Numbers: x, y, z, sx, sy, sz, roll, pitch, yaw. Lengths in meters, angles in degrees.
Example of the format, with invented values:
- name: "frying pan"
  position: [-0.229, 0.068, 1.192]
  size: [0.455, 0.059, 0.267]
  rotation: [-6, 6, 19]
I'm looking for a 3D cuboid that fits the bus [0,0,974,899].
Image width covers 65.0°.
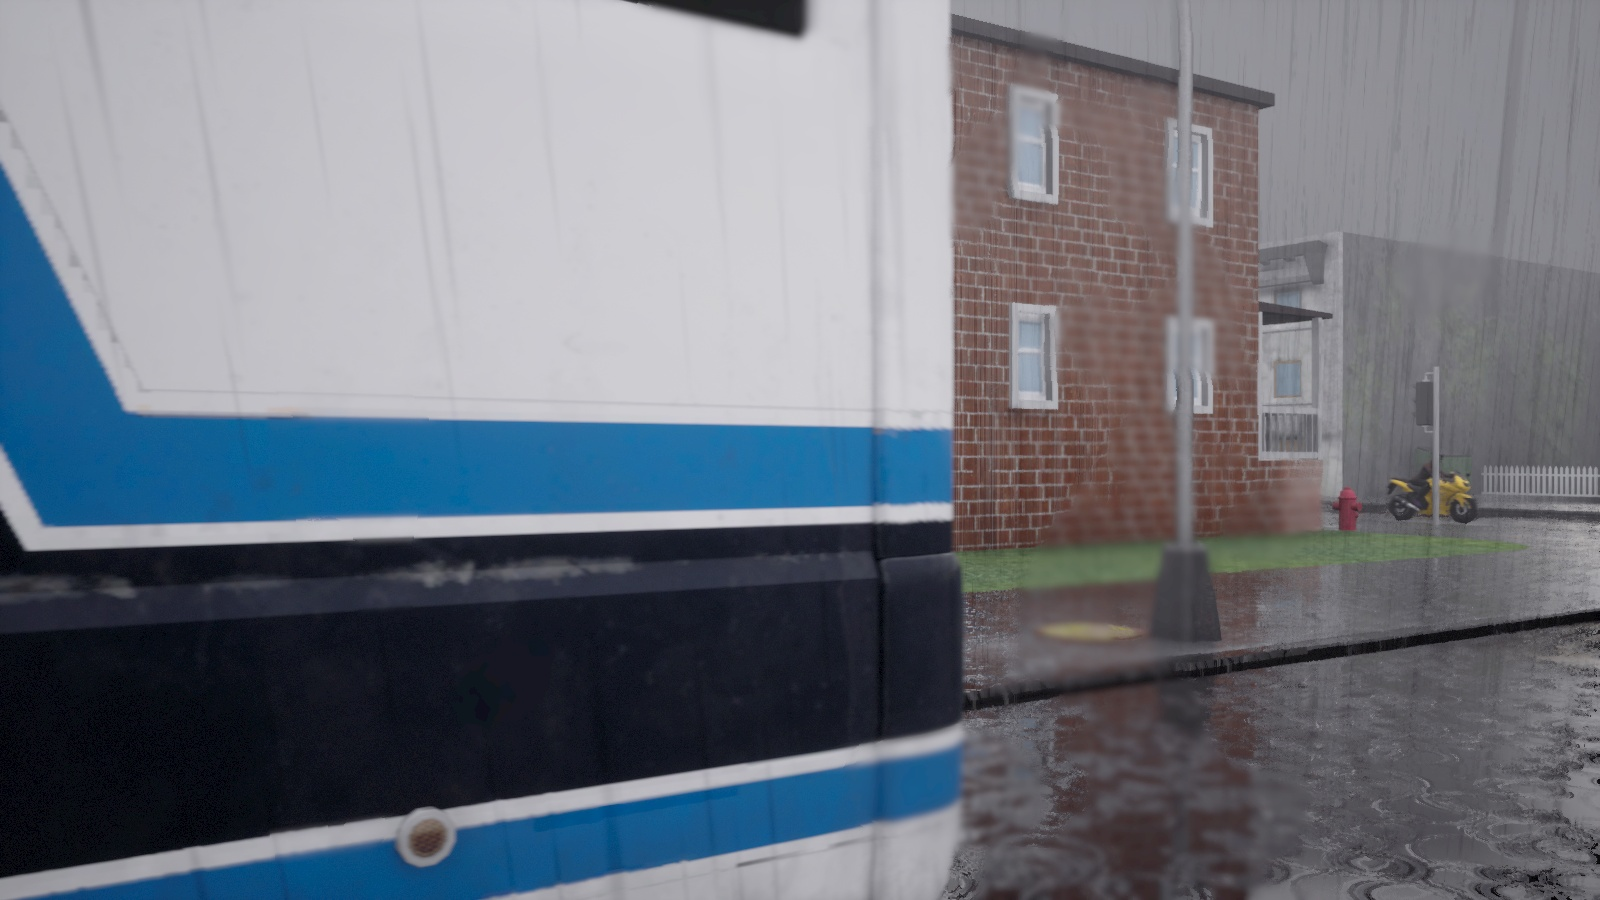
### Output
- name: "bus"
  position: [-5.094, -0.618, 0.941]
  size: [10.273, 4.253, 3.944]
  rotation: [0, 0, -33]

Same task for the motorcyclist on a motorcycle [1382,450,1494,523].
- name: "motorcyclist on a motorcycle"
  position: [13.855, 0.764, 27.342]
  size: [0.797, 1.523, 2.044]
  rotation: [0, 0, -33]
